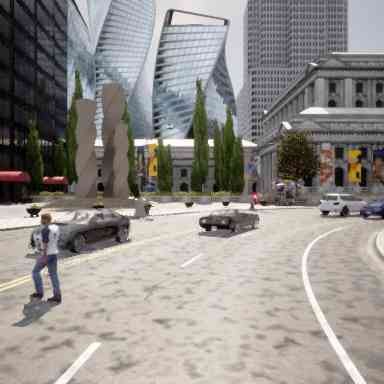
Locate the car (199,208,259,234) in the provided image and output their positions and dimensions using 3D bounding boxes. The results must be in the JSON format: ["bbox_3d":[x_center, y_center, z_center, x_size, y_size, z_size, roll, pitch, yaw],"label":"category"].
[{"bbox_3d":[2.337,1.600,19.529,1.895,1.301,4.718,0,0,31],"label":"car"}]

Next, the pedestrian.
[{"bbox_3d":[-2.966,1.294,6.787,0.375,1.860,0.375,0,0,11],"label":"pedestrian"}]

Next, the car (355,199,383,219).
[{"bbox_3d":[16.539,1.526,28.678,4.674,1.442,1.812,0,0,-32],"label":"car"}]

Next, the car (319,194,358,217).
[{"bbox_3d":[14.516,1.218,31.647,5.566,2.045,2.150,1,0,-33],"label":"car"}]

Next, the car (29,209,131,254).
[{"bbox_3d":[-4.395,1.491,13.799,2.128,1.511,4.902,0,0,21],"label":"car"}]
